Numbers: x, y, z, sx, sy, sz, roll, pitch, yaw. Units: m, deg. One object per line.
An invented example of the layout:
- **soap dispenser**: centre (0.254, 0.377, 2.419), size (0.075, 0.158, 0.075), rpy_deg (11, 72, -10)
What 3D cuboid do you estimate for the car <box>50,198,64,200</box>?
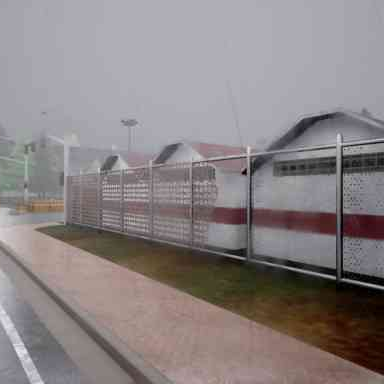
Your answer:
- **car**: centre (-17.244, 1.505, 42.245), size (4.892, 1.490, 1.837), rpy_deg (0, 0, -39)
